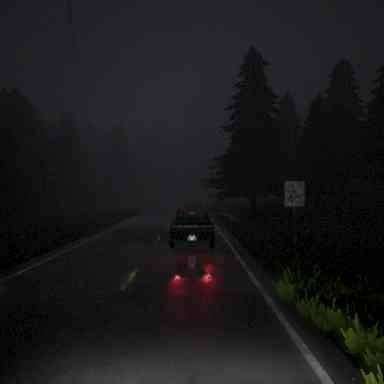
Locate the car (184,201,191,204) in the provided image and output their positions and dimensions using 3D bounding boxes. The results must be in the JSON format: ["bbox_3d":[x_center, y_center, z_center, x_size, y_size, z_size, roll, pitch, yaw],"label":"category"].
[{"bbox_3d":[0.000,1.533,29.650,1.812,1.442,4.674,0,0,0],"label":"car"}]

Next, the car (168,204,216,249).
[{"bbox_3d":[0.000,1.495,14.650,2.128,1.511,4.902,0,0,0],"label":"car"}]
